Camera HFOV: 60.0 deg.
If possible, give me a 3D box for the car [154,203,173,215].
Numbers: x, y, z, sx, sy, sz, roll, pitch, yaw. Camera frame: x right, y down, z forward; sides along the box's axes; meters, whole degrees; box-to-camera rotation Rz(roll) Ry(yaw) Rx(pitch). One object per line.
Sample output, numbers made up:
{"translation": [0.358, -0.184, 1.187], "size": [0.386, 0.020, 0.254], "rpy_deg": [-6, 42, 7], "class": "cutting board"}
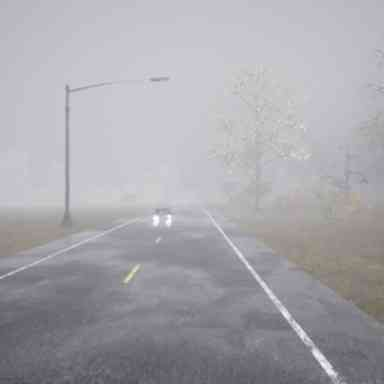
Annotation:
{"translation": [-3.368, 1.960, 39.664], "size": [1.895, 1.301, 4.718], "rpy_deg": [0, -1, 0], "class": "car"}
